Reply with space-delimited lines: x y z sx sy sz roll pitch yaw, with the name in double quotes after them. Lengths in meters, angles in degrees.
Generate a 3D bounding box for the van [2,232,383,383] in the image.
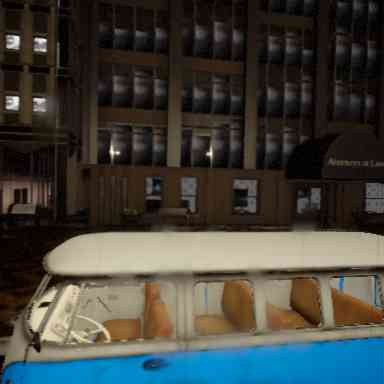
0.490 1.285 3.054 3.998 1.788 1.690 1 1 -11 "van"
